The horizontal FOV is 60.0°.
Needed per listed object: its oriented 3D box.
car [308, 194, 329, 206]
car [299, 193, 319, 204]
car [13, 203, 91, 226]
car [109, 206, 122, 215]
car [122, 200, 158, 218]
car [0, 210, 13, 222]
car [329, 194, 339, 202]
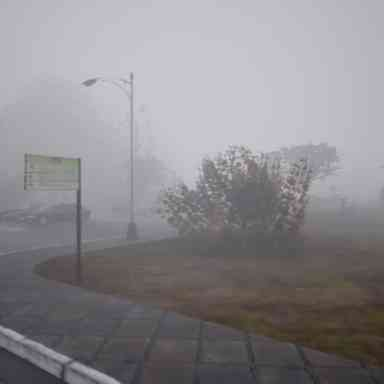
[{"bbox_3d":[16.285,1.122,44.671,2.097,1.767,4.553,0,1,37],"label":"car"},{"bbox_3d":[19.657,1.050,55.691,2.128,1.511,4.902,0,1,31],"label":"car"},{"bbox_3d":[-9.612,1.541,23.687,1.837,1.490,4.892,0,0,39],"label":"car"},{"bbox_3d":[-6.007,1.632,33.774,1.895,1.301,4.718,0,0,39],"label":"car"},{"bbox_3d":[-3.670,1.519,31.094,2.128,1.511,4.902,0,0,39],"label":"car"},{"bbox_3d":[-12.215,1.589,26.037,2.033,1.411,5.357,0,0,39],"label":"car"},{"bbox_3d":[22.375,1.053,53.447,2.128,1.511,4.902,0,1,31],"label":"car"}]
